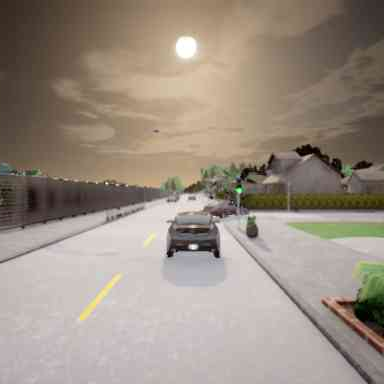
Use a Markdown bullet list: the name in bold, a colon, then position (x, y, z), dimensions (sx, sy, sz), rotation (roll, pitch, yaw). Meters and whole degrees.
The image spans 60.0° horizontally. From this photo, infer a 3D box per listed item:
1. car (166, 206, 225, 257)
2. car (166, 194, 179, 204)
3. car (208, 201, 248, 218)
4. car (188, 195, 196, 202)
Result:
- **car**: position (0.060, 1.502, 12.897), dimensions (1.837, 1.490, 4.892), rotation (0, -1, 0)
- **car**: position (-4.020, 1.520, 65.886), dimensions (1.812, 1.442, 4.674), rotation (0, 0, 0)
- **car**: position (2.973, 1.523, 29.191), dimensions (4.674, 1.442, 1.812), rotation (0, -1, -44)
- **car**: position (-0.006, 1.411, 75.401), dimensions (1.812, 1.442, 4.674), rotation (0, 0, 0)
